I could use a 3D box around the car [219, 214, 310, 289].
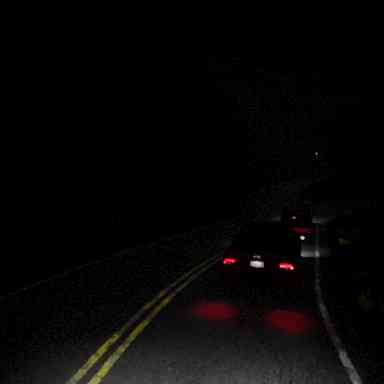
[{"bbox_3d":[2.155,1.591,9.471,2.033,1.411,5.357,2,0,18],"label":"car"}]

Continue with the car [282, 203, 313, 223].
[{"bbox_3d":[7.711,1.566,24.290,1.882,1.535,5.008,2,0,22],"label":"car"}]
